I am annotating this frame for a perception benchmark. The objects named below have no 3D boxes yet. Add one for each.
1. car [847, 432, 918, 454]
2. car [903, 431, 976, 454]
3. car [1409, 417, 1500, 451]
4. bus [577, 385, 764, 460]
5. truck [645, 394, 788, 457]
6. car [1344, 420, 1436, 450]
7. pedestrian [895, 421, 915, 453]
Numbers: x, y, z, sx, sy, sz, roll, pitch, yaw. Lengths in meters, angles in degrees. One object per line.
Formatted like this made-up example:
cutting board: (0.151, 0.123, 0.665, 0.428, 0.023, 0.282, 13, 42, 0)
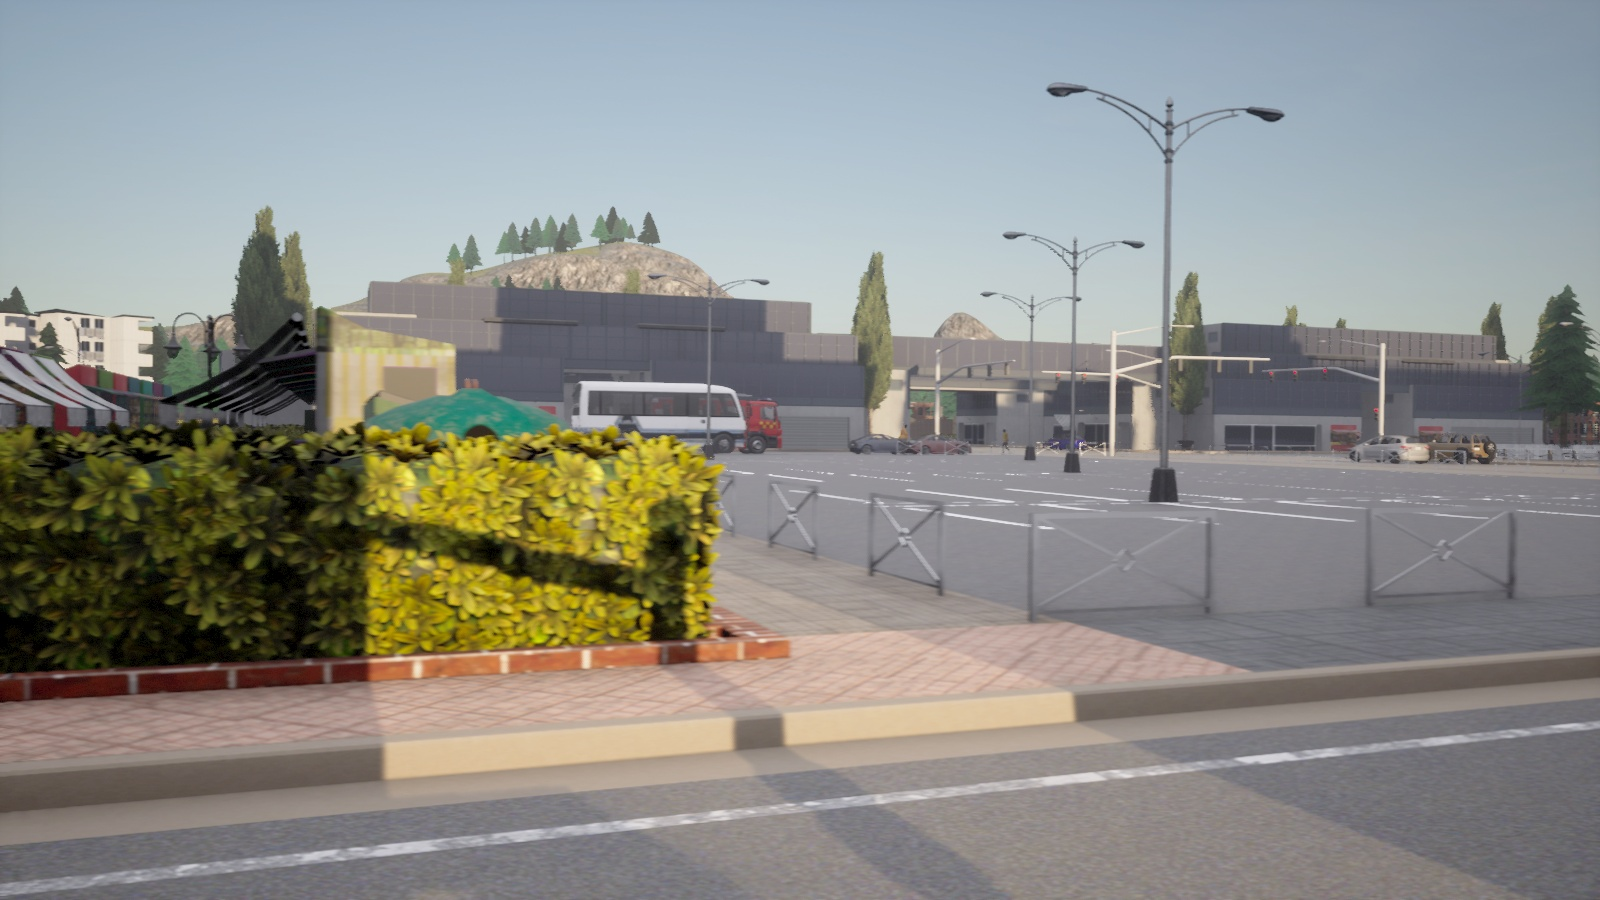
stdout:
car: (5.425, -0.482, 82.431, 4.181, 1.385, 1.994, -1, 1, -18)
car: (8.877, -0.479, 79.929, 4.181, 1.385, 1.994, -1, 1, -20)
car: (38.021, -0.930, 73.102, 1.932, 1.855, 4.605, -1, 1, -20)
bus: (-7.669, -1.648, 74.202, 10.273, 4.253, 3.944, -1, 1, -19)
truck: (-5.214, -1.539, 78.746, 8.468, 3.827, 2.891, -1, 1, -19)
car: (34.274, -0.863, 73.124, 2.242, 1.667, 4.611, -1, 1, -20)
pedestrian: (6.157, -0.755, 73.790, 0.900, 1.855, 0.874, -1, 1, -20)
